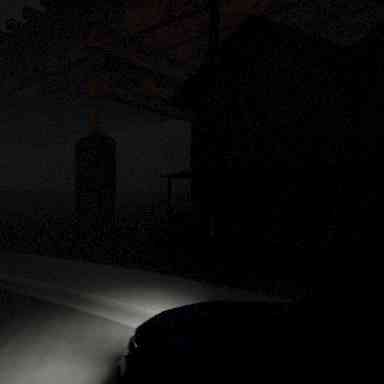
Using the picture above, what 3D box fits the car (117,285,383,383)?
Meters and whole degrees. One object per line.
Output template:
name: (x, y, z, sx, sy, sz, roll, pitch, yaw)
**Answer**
car: (1.393, 1.556, 2.694, 4.674, 1.442, 1.812, 0, 0, 39)
